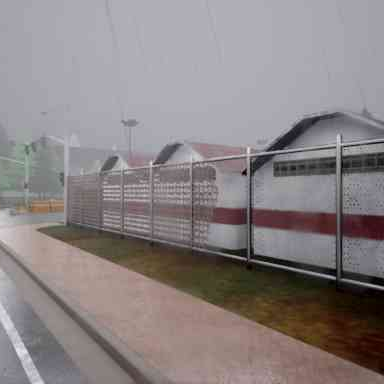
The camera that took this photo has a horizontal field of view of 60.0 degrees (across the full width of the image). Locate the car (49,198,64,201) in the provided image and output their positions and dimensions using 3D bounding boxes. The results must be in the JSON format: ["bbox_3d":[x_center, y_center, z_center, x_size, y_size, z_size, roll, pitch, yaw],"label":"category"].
[{"bbox_3d":[-17.196,1.552,42.280,4.892,1.490,1.837,0,0,-38],"label":"car"}]
